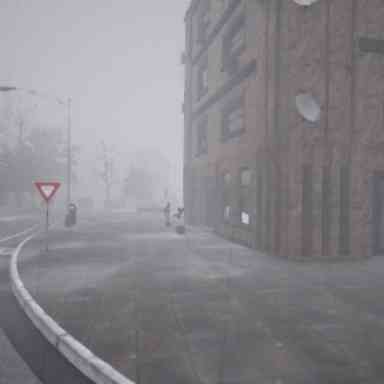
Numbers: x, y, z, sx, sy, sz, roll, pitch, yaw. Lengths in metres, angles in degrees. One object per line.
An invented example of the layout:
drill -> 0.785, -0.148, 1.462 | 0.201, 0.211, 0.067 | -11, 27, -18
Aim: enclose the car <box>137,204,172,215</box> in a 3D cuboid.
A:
car -> -4.589, 2.129, 41.611 | 1.895, 1.301, 4.718 | 1, -3, 38
